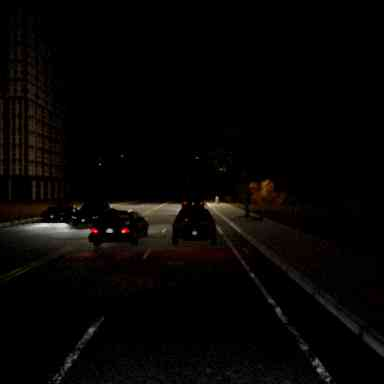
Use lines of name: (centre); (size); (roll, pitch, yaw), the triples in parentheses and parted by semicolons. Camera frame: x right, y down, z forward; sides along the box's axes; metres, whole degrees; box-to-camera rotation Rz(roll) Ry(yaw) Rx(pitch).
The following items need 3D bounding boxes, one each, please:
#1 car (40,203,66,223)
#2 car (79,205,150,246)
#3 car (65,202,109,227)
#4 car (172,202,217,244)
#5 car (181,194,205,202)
car: (-9.844, 1.535, 25.334); (1.994, 1.385, 4.181); (0, 0, 0)
car: (-3.147, 1.530, 15.212); (2.033, 1.411, 5.357); (0, 0, 0)
car: (-6.595, 1.479, 22.570); (1.837, 1.490, 4.892); (0, 0, 0)
car: (0.103, 1.460, 15.638); (1.882, 1.535, 5.008); (0, 0, 0)
car: (0.105, 1.184, 33.716); (2.150, 2.045, 5.566); (0, 0, 0)
